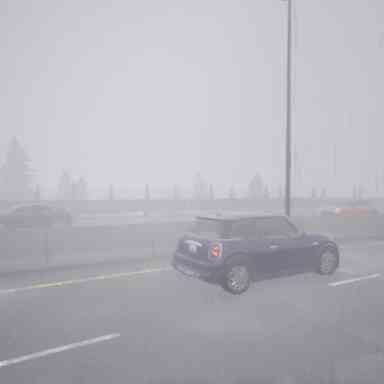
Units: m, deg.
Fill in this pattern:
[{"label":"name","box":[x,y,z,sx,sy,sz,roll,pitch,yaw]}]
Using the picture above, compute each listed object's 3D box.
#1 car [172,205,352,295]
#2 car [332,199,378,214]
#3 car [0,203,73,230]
[{"label":"car","box":[1.827,1.330,8.824,4.553,1.767,2.097,0,0,-32]},{"label":"car","box":[12.073,1.345,25.802,4.553,1.767,2.097,0,0,-22]},{"label":"car","box":[-9.233,1.415,18.611,4.892,1.490,1.837,0,0,-33]}]
